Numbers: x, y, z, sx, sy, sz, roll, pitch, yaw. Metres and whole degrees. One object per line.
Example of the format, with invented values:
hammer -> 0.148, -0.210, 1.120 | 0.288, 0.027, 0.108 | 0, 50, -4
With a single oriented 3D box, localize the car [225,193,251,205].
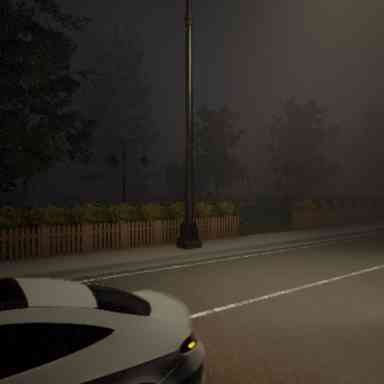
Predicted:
car -> 7.722, 1.220, 58.141 | 2.150, 2.045, 5.566 | 0, 0, -35

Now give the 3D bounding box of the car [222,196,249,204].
car -> 8.190, 1.547, 63.532 | 2.033, 1.411, 5.357 | 0, 0, -35

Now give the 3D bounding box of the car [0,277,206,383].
car -> -2.030, 1.526, 2.536 | 4.674, 1.442, 1.812 | 0, 0, -35
